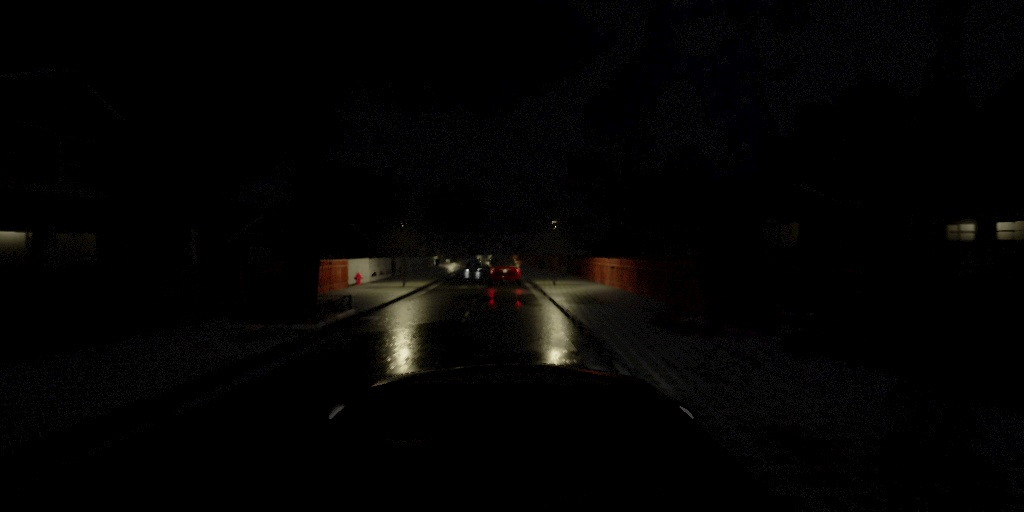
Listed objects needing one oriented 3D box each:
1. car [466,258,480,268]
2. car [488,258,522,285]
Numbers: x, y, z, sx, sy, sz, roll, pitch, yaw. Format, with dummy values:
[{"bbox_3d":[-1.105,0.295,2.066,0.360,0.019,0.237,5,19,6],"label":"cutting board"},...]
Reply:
[{"bbox_3d":[-5.508,0.940,50.921,1.812,1.442,4.674,0,0,-6],"label":"car"},{"bbox_3d":[-0.523,0.949,24.271,2.097,1.767,4.553,0,0,-3],"label":"car"}]
